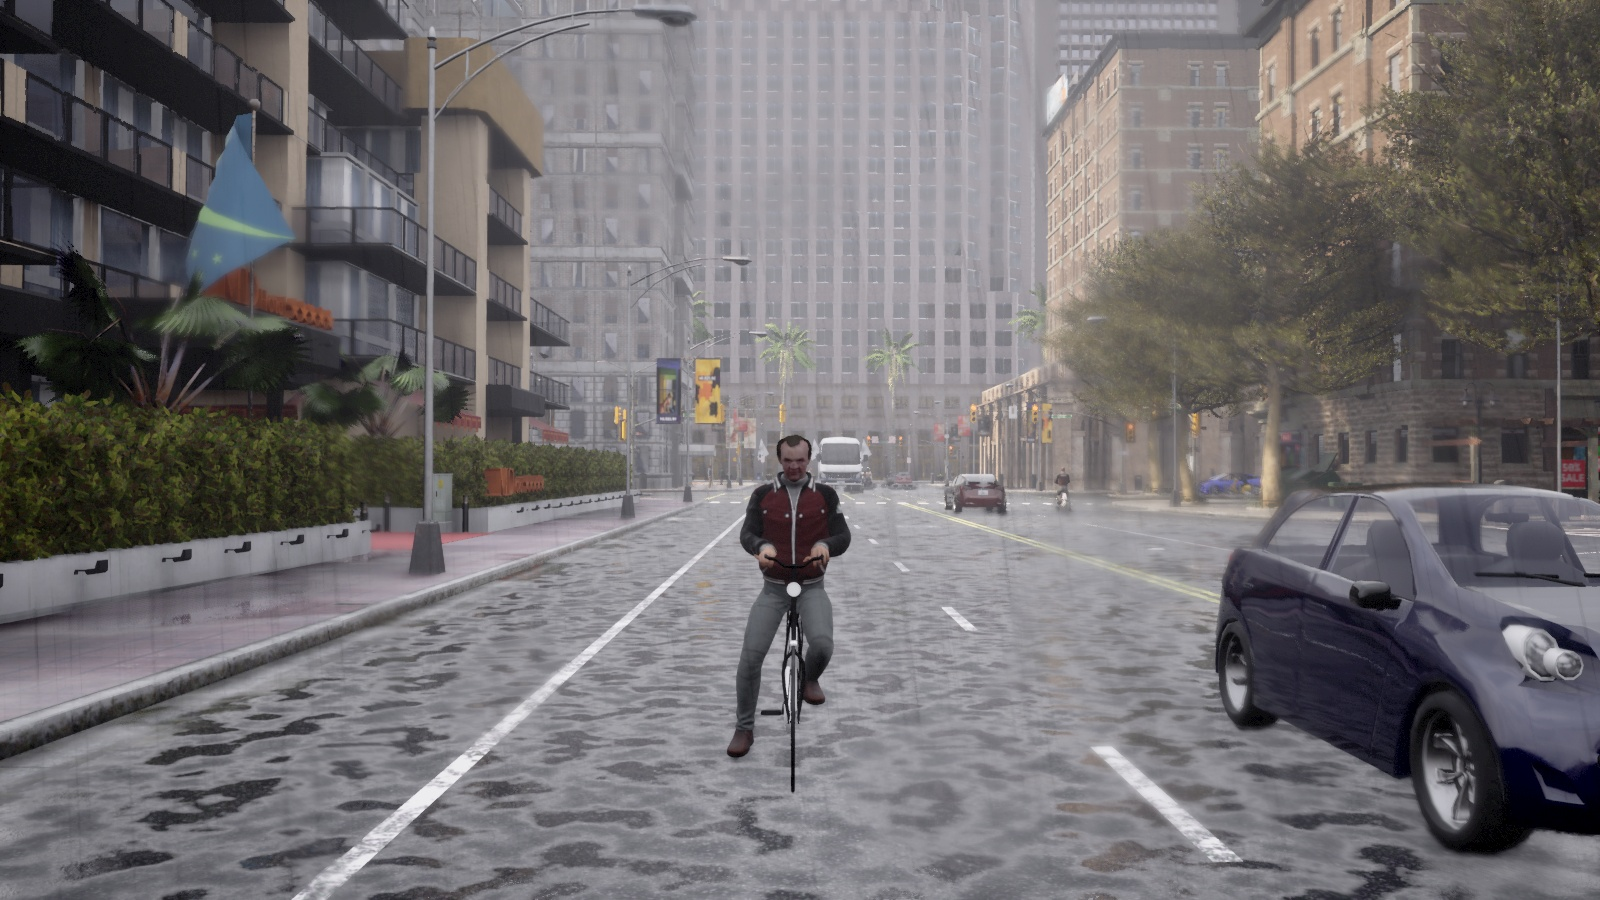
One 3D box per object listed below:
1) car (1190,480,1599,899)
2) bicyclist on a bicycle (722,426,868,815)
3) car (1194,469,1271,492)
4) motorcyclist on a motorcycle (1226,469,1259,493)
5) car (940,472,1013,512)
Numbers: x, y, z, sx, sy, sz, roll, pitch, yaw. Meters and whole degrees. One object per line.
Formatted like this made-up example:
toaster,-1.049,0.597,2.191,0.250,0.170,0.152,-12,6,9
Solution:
car,3.475,0.921,6.353,1.845,1.501,3.633,0,-1,0
bicyclist on a bicycle,-0.027,0.797,6.671,0.659,1.776,1.843,0,-1,0
car,29.324,2.072,85.222,4.514,1.525,2.007,0,-1,1
motorcyclist on a motorcycle,28.779,2.021,81.705,1.817,1.590,0.866,0,-1,1
car,6.819,1.608,48.996,2.163,1.488,4.792,0,-1,0
